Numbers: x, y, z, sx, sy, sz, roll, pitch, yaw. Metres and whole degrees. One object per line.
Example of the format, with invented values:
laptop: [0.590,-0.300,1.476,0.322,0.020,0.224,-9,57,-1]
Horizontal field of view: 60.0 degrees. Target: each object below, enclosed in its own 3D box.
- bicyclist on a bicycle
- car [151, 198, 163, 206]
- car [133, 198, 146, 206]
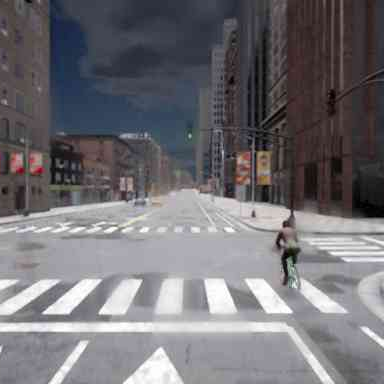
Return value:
bicyclist on a bicycle: [2.246,1.498,7.775,0.582,1.620,1.656,0,-1,0]
car: [-6.539,1.846,63.014,1.882,1.535,5.008,0,0,0]
car: [-9.789,1.894,63.012,1.812,1.442,4.674,0,0,0]
